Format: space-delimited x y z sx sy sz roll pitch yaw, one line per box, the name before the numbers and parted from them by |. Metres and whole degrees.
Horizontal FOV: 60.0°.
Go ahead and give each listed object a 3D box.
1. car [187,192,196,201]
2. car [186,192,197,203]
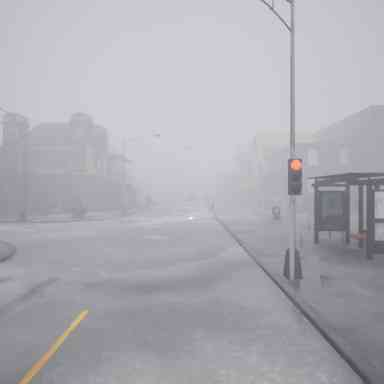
car | -0.076 1.056 77.277 2.150 2.045 5.566 0 0 0
car | -0.066 1.351 67.214 2.097 1.767 4.553 0 0 0
